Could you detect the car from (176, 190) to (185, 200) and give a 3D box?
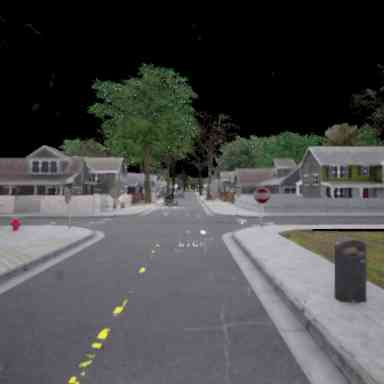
[{"bbox_3d":[-2.735,0.669,74.965,2.150,2.045,5.566,0,0,0],"label":"car"}]

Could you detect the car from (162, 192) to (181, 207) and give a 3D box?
[{"bbox_3d":[-2.741,1.244,43.539,1.837,1.490,4.892,0,2,0],"label":"car"}]
